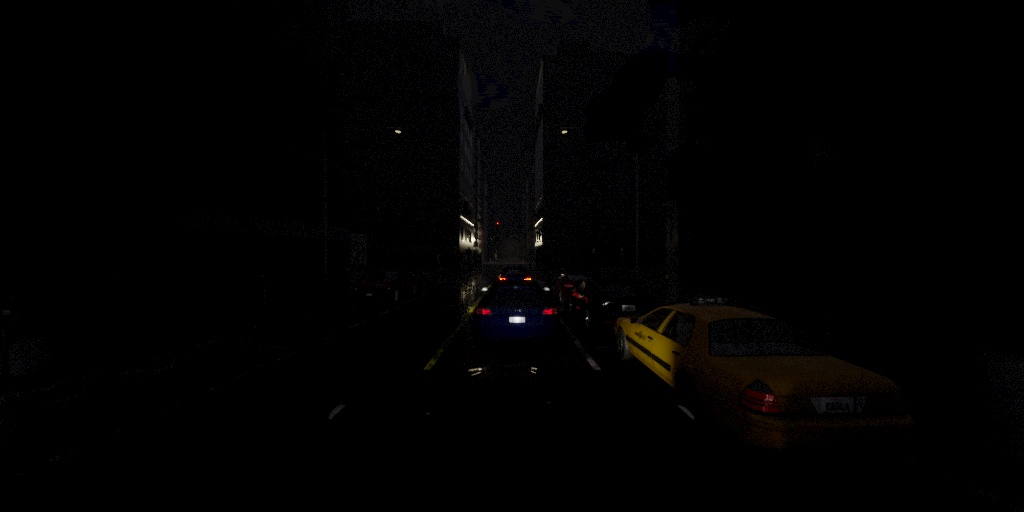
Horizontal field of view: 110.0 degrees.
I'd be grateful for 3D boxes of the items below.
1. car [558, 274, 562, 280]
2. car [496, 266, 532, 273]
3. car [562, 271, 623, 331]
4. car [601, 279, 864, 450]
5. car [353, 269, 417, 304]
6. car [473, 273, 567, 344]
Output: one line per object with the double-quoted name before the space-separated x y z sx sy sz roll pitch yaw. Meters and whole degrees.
"car" 2.882 1.327 16.464 1.802 1.307 4.207 0 0 0
"car" 0.111 1.270 19.578 1.812 1.442 4.674 0 0 -2
"car" 2.879 1.313 10.878 1.948 1.339 4.313 0 0 0
"car" 2.876 1.274 5.462 1.751 1.417 4.829 0 0 0
"car" -5.663 1.290 16.466 1.888 1.381 4.507 0 0 0
"car" 0.104 1.312 9.563 1.994 1.385 4.181 0 0 0
